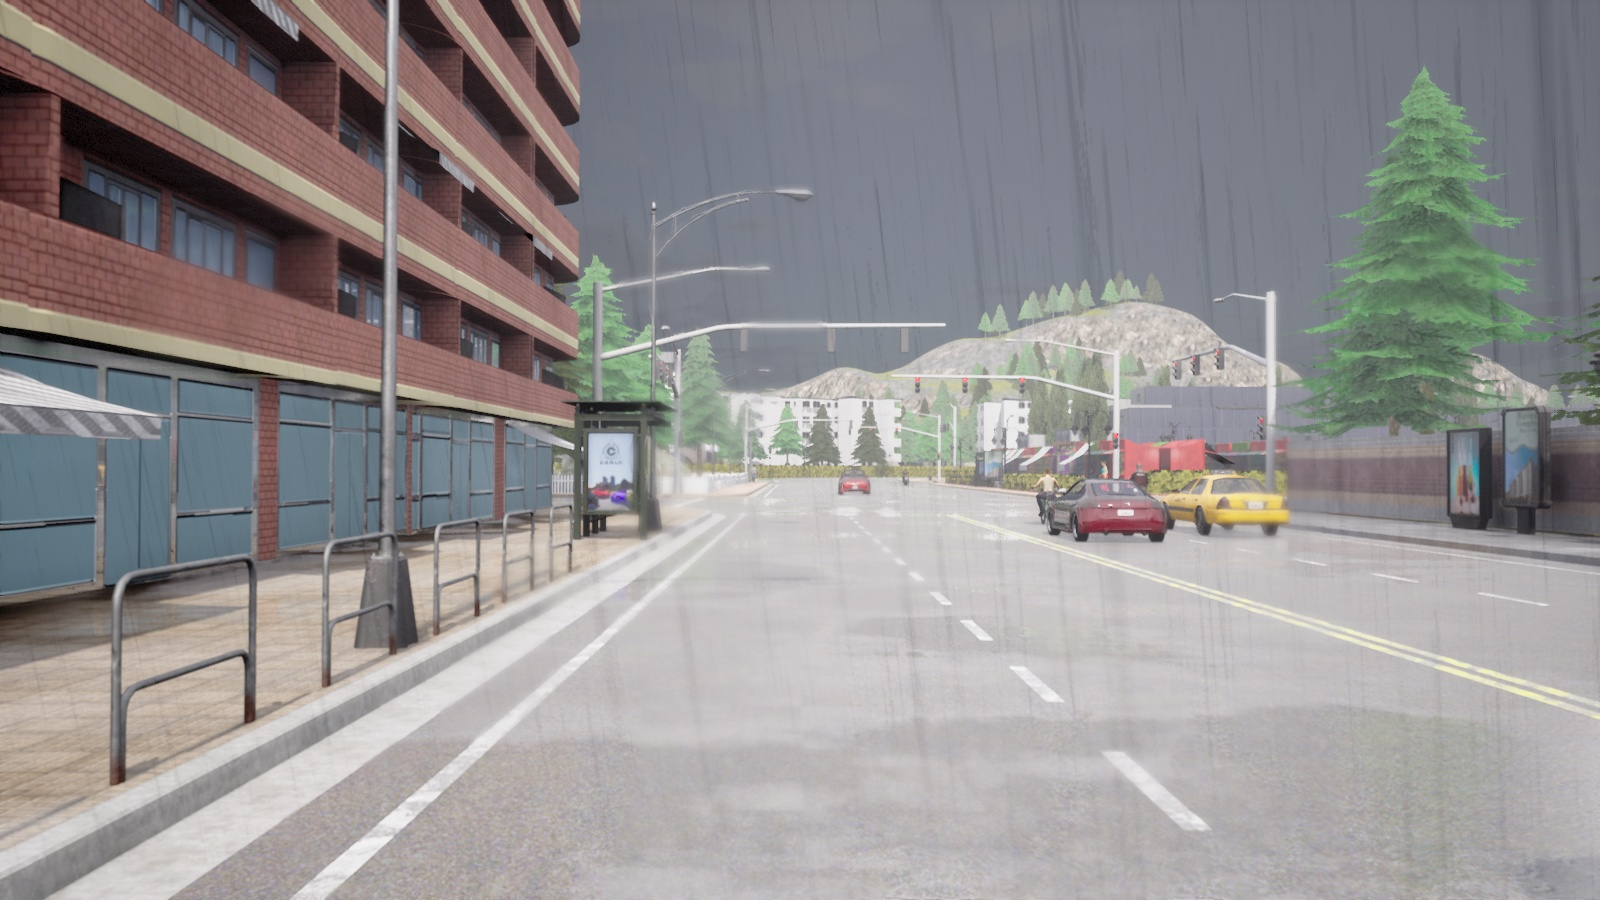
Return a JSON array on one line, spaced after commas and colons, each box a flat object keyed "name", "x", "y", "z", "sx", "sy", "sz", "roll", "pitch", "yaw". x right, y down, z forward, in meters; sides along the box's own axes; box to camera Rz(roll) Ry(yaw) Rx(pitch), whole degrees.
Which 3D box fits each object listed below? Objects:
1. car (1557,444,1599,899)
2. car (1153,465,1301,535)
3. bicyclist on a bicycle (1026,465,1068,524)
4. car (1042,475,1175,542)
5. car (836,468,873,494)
[{"name": "car", "x": 3.495, "y": 0.753, "z": 1.651, "sx": 2.033, "sy": 1.649, "sz": 4.856, "roll": 0, "pitch": -1, "yaw": 0}, {"name": "car", "x": 10.417, "y": 1.166, "z": 31.094, "sx": 1.801, "sy": 1.575, "sz": 5.366, "roll": 0, "pitch": -1, "yaw": 0}, {"name": "bicyclist on a bicycle", "x": 6.902, "y": 1.236, "z": 35.152, "sx": 0.866, "sy": 1.612, "sz": 1.509, "roll": 0, "pitch": -1, "yaw": 0}, {"name": "car", "x": 6.921, "y": 1.268, "z": 28.628, "sx": 1.994, "sy": 1.385, "sz": 4.181, "roll": 0, "pitch": -1, "yaw": 0}, {"name": "car", "x": 3.297, "y": 1.866, "z": 76.388, "sx": 2.007, "sy": 1.525, "sz": 4.514, "roll": 0, "pitch": -1, "yaw": 0}]
